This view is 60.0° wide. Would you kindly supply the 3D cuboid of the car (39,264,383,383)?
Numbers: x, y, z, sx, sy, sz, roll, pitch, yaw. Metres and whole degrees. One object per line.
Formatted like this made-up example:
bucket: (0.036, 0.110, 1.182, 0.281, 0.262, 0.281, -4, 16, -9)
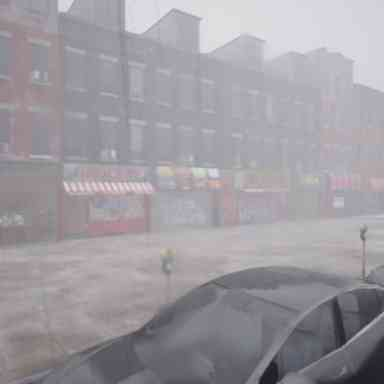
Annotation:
car: (0.707, 1.552, 3.314, 4.313, 1.339, 1.947, 0, 0, -35)
